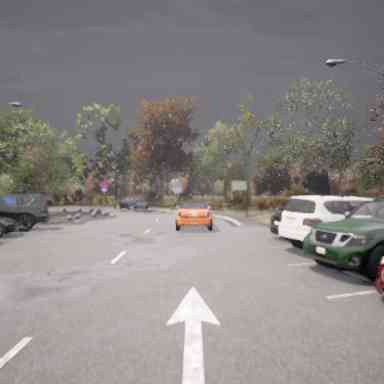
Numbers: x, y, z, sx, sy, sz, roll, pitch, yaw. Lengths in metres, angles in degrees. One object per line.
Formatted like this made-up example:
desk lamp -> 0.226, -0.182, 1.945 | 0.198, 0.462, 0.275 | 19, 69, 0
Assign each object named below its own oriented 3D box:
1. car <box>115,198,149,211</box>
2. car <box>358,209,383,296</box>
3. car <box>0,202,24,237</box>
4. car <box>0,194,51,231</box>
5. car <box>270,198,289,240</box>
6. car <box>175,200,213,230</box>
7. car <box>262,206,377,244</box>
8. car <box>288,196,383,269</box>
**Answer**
car -> -6.869, 1.369, 37.709 | 2.128, 1.511, 4.902 | 1, -1, -44
car -> 5.991, 1.336, 6.596 | 4.553, 1.767, 2.185 | 1, 0, -20
car -> -10.960, 1.457, 15.818 | 4.792, 1.488, 2.163 | -1, 0, -20
car -> -10.997, 1.166, 18.734 | 5.566, 2.045, 2.435 | -1, 1, -20
car -> 5.988, 1.187, 12.654 | 5.566, 2.045, 2.435 | 1, 0, -20
car -> 0.063, 1.275, 20.428 | 2.097, 1.767, 4.553 | 0, 0, -1
car -> 5.988, 1.457, 15.679 | 4.792, 1.488, 2.163 | 1, 0, -20
car -> 5.943, 1.198, 9.594 | 5.566, 2.045, 2.435 | 1, 1, -20
